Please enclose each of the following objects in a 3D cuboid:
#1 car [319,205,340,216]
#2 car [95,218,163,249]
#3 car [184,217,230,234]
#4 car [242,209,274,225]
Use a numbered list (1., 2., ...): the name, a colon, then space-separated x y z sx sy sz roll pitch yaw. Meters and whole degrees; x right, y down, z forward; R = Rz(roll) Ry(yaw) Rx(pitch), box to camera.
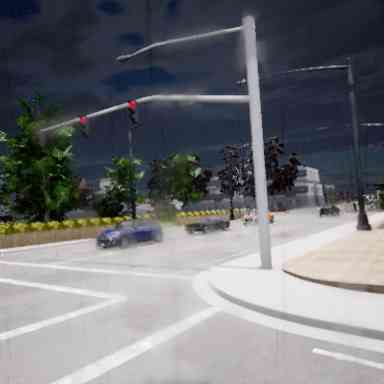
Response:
1. car: 19.606 2.607 47.294 1.882 1.535 5.008 -6 -4 36
2. car: -3.982 2.561 21.406 2.097 1.767 4.553 -6 -4 36
3. car: 1.386 2.863 28.688 1.895 1.301 4.718 -6 -4 36
4. car: 7.279 2.673 36.728 2.097 1.767 4.553 -6 -4 36
